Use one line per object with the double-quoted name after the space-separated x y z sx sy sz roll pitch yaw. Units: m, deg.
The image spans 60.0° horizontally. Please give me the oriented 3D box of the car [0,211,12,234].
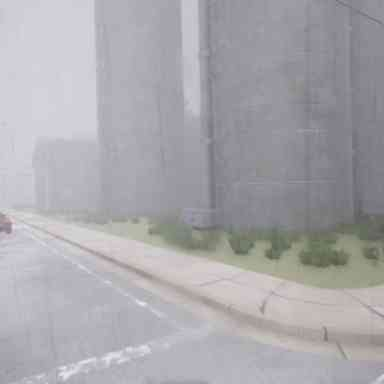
-12.500 1.859 20.735 1.994 1.385 4.181 -2 0 -34 "car"
